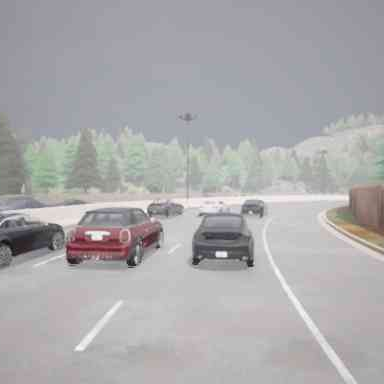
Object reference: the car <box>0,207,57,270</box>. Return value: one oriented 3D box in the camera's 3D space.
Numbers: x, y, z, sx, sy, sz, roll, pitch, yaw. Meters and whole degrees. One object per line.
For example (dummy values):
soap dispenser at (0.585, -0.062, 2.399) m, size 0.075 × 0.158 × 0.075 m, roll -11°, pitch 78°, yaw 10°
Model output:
car at (-5.998, 1.410, 10.836) m, size 2.128 × 1.511 × 4.902 m, roll 0°, pitch 0°, yaw 7°

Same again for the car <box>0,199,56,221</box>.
car at (-13.676, 1.349, 26.993) m, size 2.033 × 1.411 × 5.357 m, roll 0°, pitch 0°, yaw 15°

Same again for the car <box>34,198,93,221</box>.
car at (-10.084, 1.322, 26.643) m, size 1.837 × 1.490 × 4.892 m, roll 0°, pitch 0°, yaw 16°

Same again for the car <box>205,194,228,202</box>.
car at (4.696, 1.143, 63.621) m, size 1.882 × 1.535 × 5.008 m, roll 0°, pitch 0°, yaw 37°

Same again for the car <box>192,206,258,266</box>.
car at (1.129, 1.445, 11.453) m, size 1.837 × 1.490 × 4.892 m, roll 0°, pitch 0°, yaw 8°

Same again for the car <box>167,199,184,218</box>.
car at (-2.158, 1.328, 28.060) m, size 2.128 × 1.511 × 4.902 m, roll 0°, pitch 0°, yaw 17°

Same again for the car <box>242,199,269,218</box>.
car at (5.455, 1.365, 28.770) m, size 1.837 × 1.490 × 4.892 m, roll 0°, pitch 0°, yaw 19°

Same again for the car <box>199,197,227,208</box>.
car at (1.981, 1.370, 29.447) m, size 1.812 × 1.442 × 4.674 m, roll 0°, pitch 0°, yaw 19°

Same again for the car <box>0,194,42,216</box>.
car at (-16.234, 1.126, 30.484) m, size 2.097 × 1.767 × 4.553 m, roll 0°, pitch 0°, yaw 18°

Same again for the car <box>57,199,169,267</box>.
car at (-2.385, 1.280, 11.432) m, size 2.097 × 1.767 × 4.553 m, roll 0°, pitch 0°, yaw 7°
